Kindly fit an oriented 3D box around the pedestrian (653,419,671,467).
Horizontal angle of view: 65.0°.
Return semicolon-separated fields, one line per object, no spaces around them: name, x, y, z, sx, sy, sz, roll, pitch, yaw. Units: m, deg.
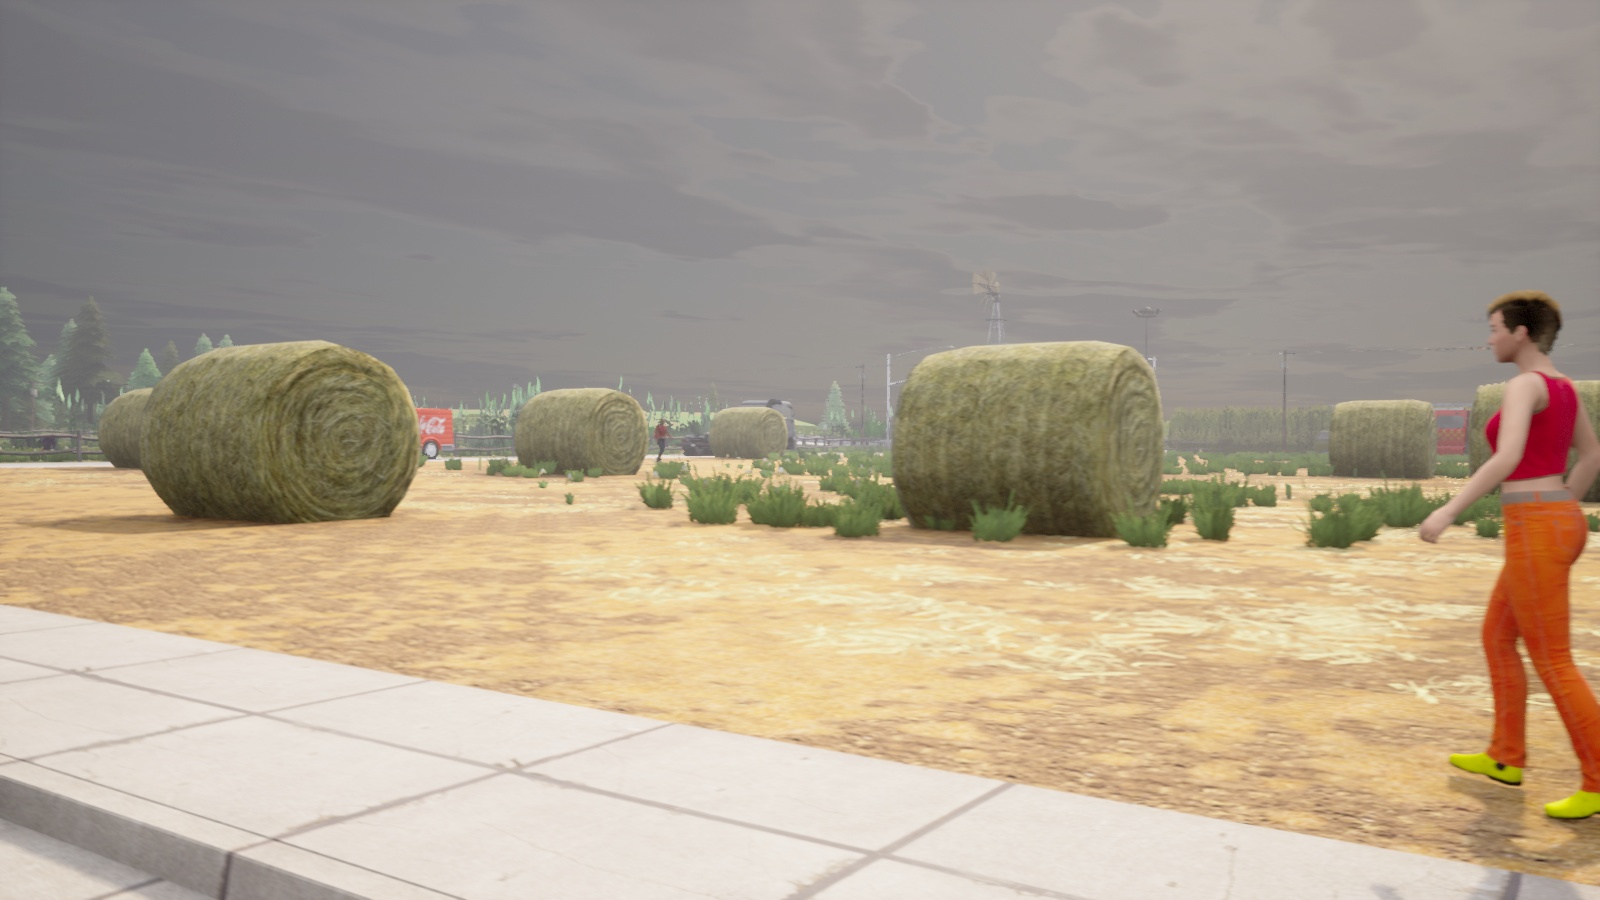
pedestrian;-5.335;-0.267;48.585;0.331;1.846;0.636;-1;1;-44

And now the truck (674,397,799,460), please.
truck;-3.625;-1.256;73.728;2.891;3.462;7.936;0;1;37

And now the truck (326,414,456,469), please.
truck;-19.093;-0.419;58.848;2.627;2.467;5.204;0;1;37

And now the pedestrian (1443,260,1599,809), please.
pedestrian;2.669;0.282;4.461;0.345;1.836;0.594;-1;1;-41

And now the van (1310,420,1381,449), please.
van;39.181;-1.098;90.208;4.442;1.987;1.775;0;1;34

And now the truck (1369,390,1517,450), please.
truck;42.741;-1.958;83.599;8.468;3.827;2.891;0;1;34
